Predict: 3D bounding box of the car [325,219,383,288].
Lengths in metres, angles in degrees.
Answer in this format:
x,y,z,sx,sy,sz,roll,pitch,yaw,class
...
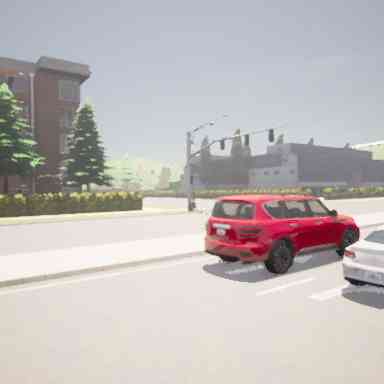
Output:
x,y,z,sx,sy,sz,roll,pitch,yaw,class
5.265,1.388,7.630,4.674,1.442,1.812,-1,0,-36,car

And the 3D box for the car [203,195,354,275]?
x,y,z,sx,sy,sz,roll,pitch,yaw,class
2.909,1.090,10.241,5.566,2.045,2.150,-1,1,-36,car
